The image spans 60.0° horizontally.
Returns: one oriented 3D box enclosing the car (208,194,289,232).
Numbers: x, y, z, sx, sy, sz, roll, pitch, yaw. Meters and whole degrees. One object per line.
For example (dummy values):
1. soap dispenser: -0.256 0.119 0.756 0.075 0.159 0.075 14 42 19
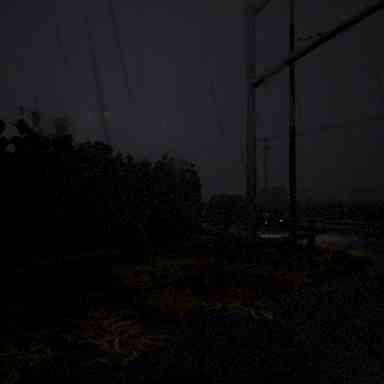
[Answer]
1. car: 3.133 1.157 19.852 2.150 2.045 5.566 0 0 -35
